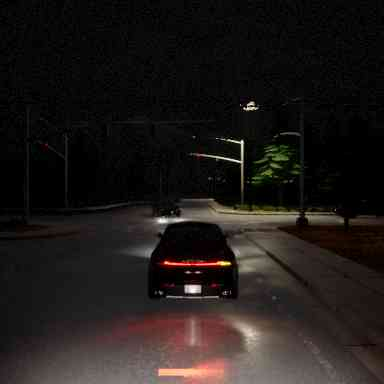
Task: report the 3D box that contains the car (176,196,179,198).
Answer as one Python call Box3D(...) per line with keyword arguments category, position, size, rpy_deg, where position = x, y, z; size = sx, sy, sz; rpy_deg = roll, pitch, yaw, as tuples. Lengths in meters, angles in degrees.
Box3D(category="car", position=(-3.501, 1.547, 68.360), size=(2.033, 1.411, 5.357), rpy_deg=(0, 0, 1))

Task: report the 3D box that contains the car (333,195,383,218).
Box3D(category="car", position=(15.543, 1.248, 29.587), size=(5.566, 2.045, 2.150), rpy_deg=(0, 0, 1))

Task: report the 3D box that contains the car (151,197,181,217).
Box3D(category="car", position=(-2.499, 1.520, 30.868), size=(1.837, 1.490, 4.892), rpy_deg=(-1, 0, -20))

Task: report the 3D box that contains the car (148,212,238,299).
Box3D(category="car", position=(0.032, 1.501, 8.438), size=(1.837, 1.490, 4.892), rpy_deg=(0, 0, 0))

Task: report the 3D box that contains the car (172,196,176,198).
Box3D(category="car", position=(-3.685, 1.506, 48.359), size=(1.837, 1.490, 4.892), rpy_deg=(0, 0, 0))
